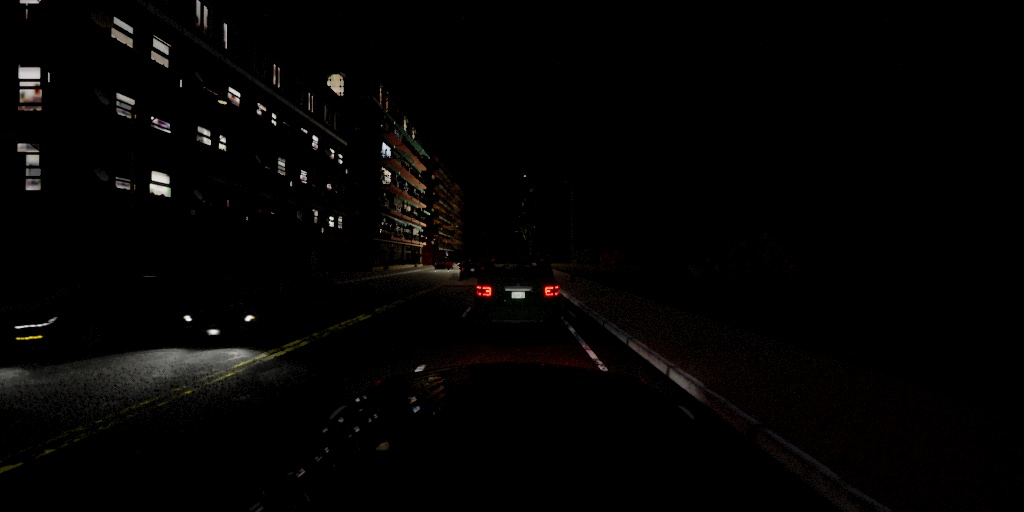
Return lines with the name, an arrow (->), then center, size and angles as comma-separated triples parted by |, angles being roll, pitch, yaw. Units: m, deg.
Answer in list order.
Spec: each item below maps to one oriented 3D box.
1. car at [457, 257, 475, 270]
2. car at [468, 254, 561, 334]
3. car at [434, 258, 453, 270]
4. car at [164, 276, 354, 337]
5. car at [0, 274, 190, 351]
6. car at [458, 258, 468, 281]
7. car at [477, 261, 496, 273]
car -> -6.582, 1.104, 51.962 | 2.097, 1.767, 4.553 | 0, 0, 0
car -> 0.104, 0.973, 10.765 | 2.150, 2.045, 5.566 | 0, 0, -1
car -> -9.833, 1.104, 51.546 | 2.097, 1.767, 4.553 | 0, 0, 0
car -> -6.602, 1.299, 10.588 | 2.033, 1.411, 5.357 | 0, 0, 0
car -> -9.851, 1.256, 9.096 | 1.837, 1.490, 4.892 | 0, 0, 0
car -> -3.144, 1.109, 30.554 | 2.097, 1.767, 4.553 | 0, 0, 0
car -> -3.146, 1.317, 45.153 | 1.994, 1.385, 4.181 | 0, 0, 1
